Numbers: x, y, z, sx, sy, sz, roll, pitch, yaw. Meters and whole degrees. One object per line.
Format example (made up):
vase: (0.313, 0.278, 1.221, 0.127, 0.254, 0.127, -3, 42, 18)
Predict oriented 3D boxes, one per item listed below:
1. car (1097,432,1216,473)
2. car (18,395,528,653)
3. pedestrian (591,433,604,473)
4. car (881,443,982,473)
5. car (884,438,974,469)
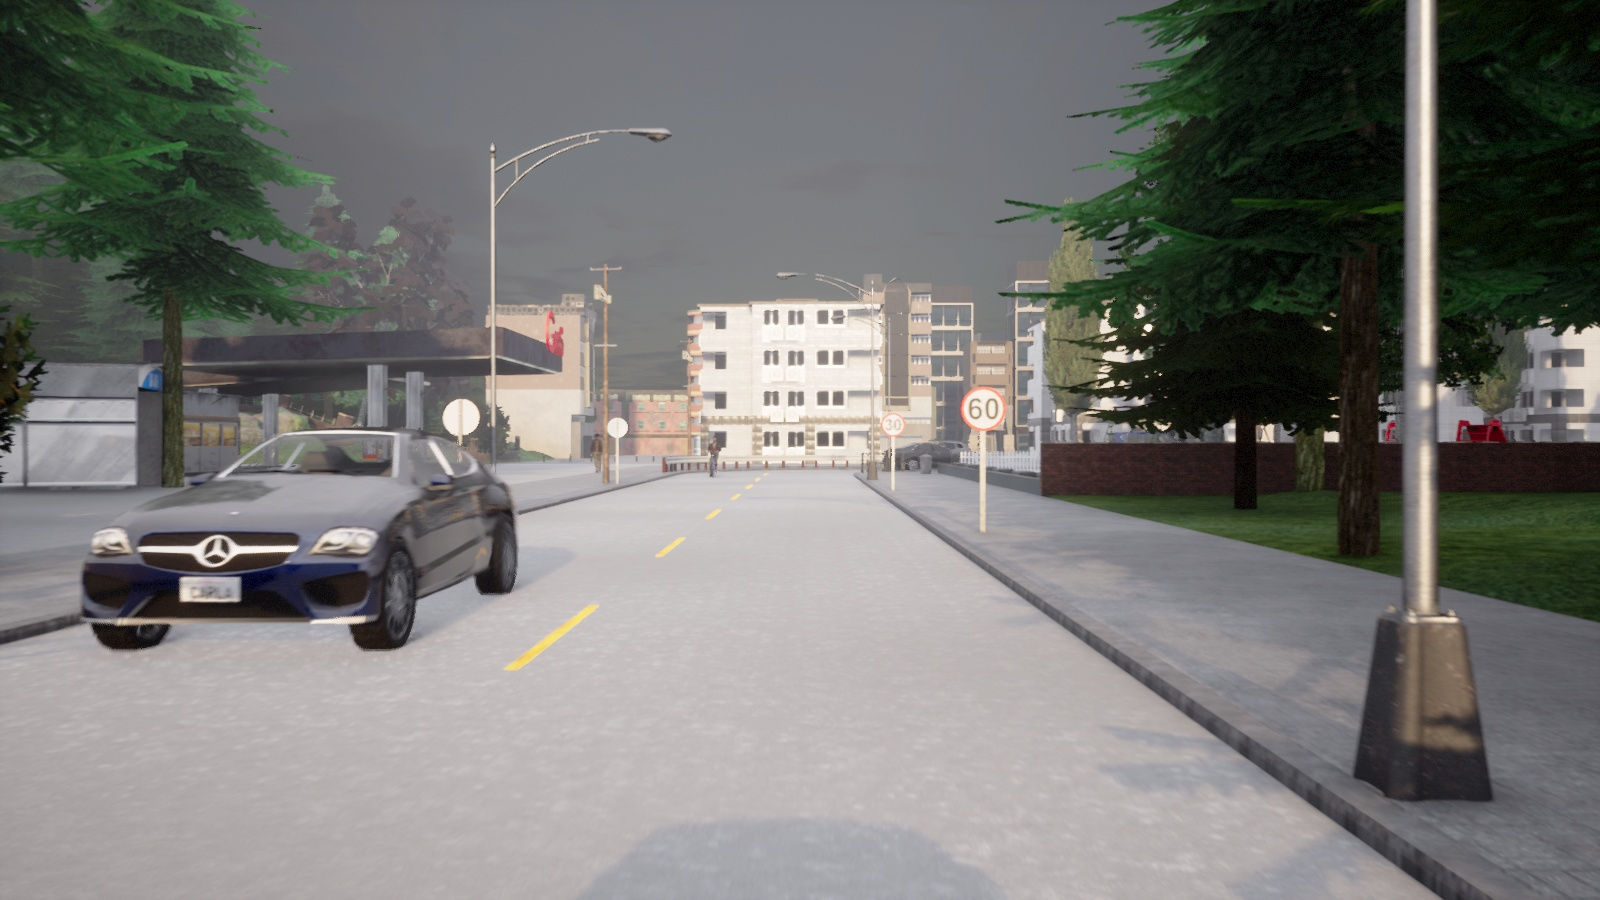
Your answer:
car: (18.428, 0.111, 65.153, 5.566, 2.045, 2.150, 0, 0, 1)
car: (-3.924, 0.462, 10.563, 2.152, 1.651, 5.027, 0, 0, 0)
pedestrian: (-9.343, 0.122, 57.943, 0.431, 1.840, 0.703, 0, 0, 5)
car: (6.789, 0.392, 64.802, 4.892, 1.490, 1.837, 0, 0, -21)
car: (7.046, 0.208, 68.990, 4.611, 1.667, 2.242, 0, 0, -4)
